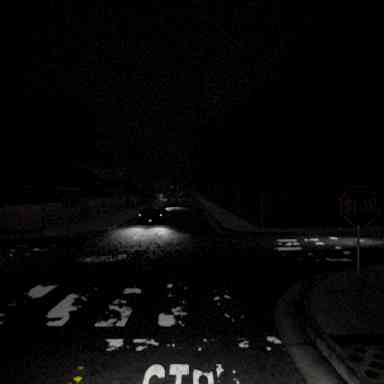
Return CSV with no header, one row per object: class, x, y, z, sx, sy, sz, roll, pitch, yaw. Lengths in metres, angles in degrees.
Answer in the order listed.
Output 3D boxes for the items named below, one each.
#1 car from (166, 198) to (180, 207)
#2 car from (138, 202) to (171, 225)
car,-2.903,1.617,50.470,1.994,1.385,4.181,0,0,0
car,-2.826,1.646,24.702,1.895,1.301,4.718,0,0,0
